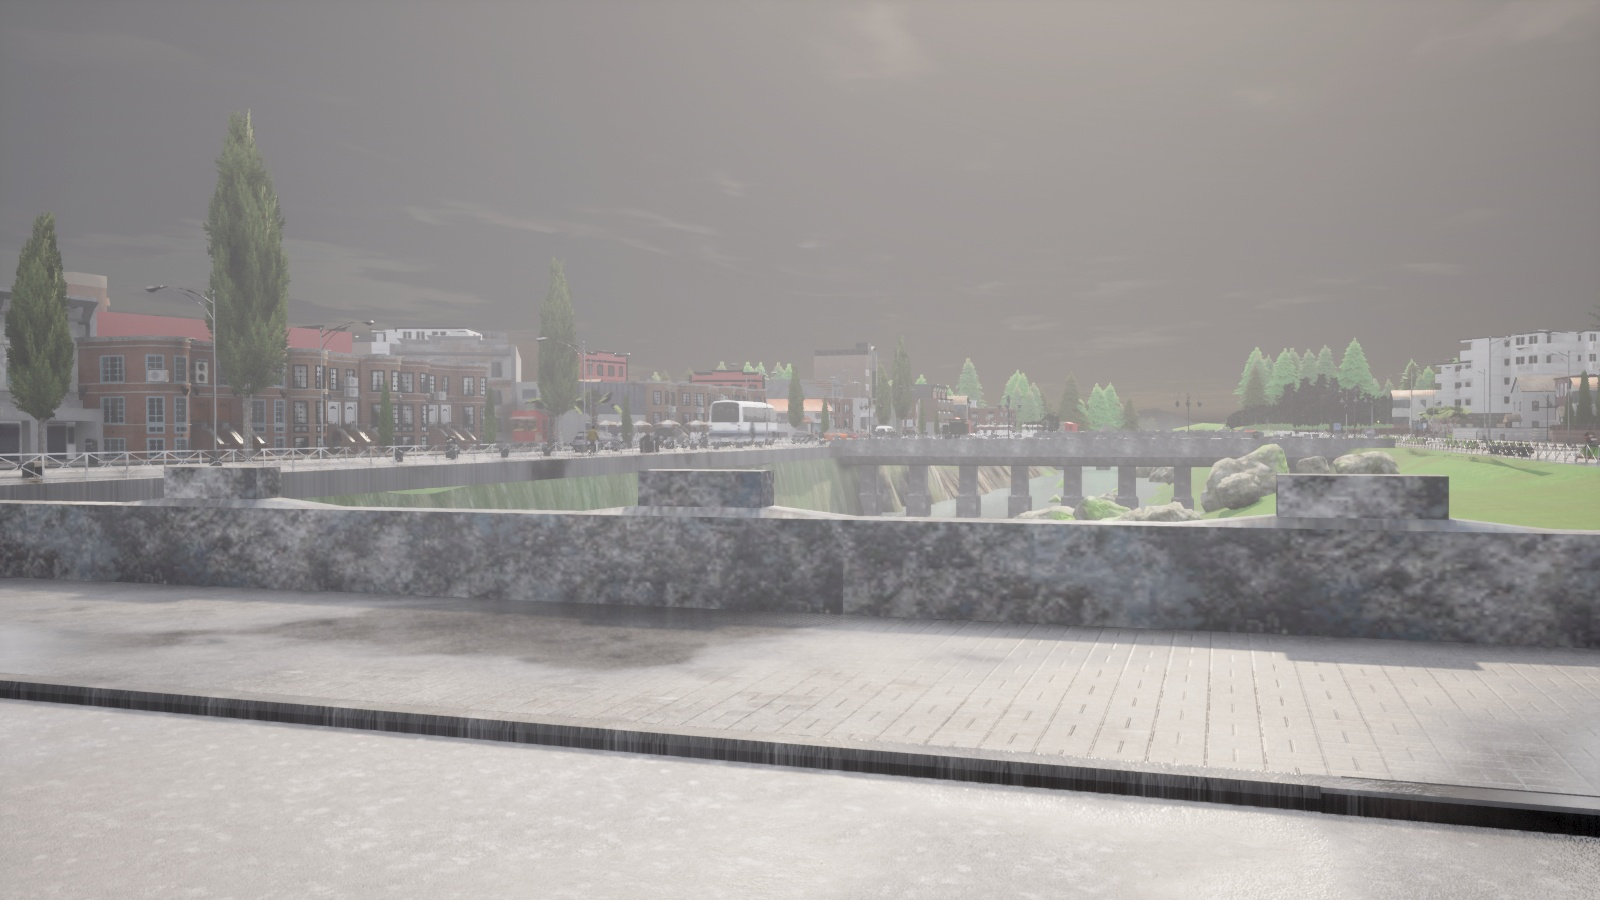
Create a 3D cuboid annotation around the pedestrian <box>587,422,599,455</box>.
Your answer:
[{"bbox_3d":[-11.904,-0.665,72.215,0.431,1.840,0.709,0,1,17],"label":"pedestrian"}]

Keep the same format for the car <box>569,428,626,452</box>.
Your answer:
[{"bbox_3d":[-14.596,-0.751,90.731,2.033,1.649,4.856,1,1,19],"label":"car"}]

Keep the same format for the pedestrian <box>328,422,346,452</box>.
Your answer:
[{"bbox_3d":[-28.947,-0.828,78.452,0.634,1.844,0.899,1,1,19],"label":"pedestrian"}]
